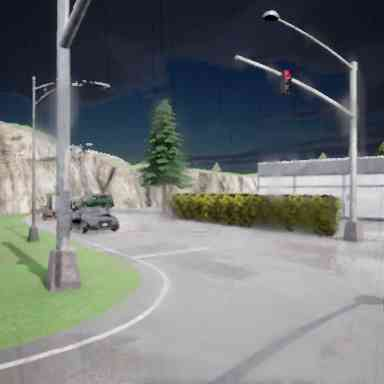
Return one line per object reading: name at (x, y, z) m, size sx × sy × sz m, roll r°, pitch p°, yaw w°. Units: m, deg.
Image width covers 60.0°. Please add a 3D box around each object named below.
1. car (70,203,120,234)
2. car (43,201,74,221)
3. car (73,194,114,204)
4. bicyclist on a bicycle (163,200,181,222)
car at (-5.804, 1.566, 19.406) m, size 1.994 × 1.385 × 4.181 m, roll 0°, pitch 0°, yaw -36°
car at (-11.275, 1.564, 27.597) m, size 1.994 × 1.385 × 4.181 m, roll 0°, pitch 0°, yaw -25°
car at (-11.411, 1.225, 38.278) m, size 2.150 × 2.045 × 5.566 m, roll 0°, pitch 0°, yaw 31°
bicyclist on a bicycle at (-1.541, 1.460, 25.460) m, size 1.656 × 1.620 × 0.582 m, roll 0°, pitch 0°, yaw -36°
